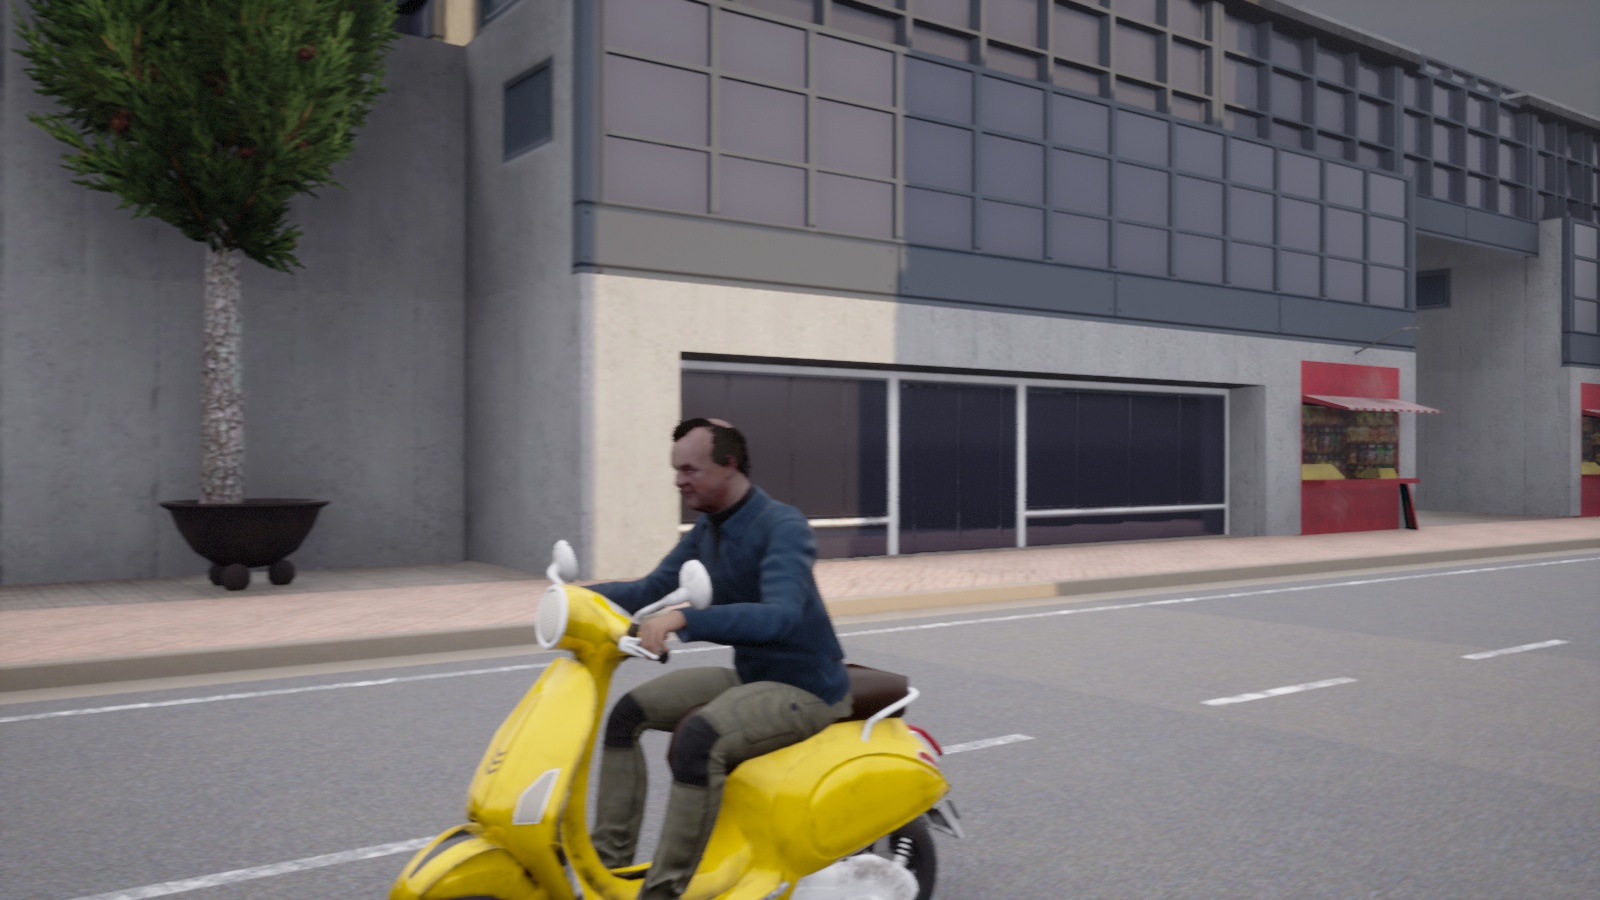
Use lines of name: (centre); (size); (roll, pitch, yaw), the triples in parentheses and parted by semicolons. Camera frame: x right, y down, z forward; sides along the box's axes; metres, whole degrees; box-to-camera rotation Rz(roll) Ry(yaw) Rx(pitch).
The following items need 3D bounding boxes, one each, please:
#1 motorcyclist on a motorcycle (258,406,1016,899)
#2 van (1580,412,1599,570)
motorcyclist on a motorcycle: (-0.390, 0.707, 3.364); (1.817, 1.590, 0.866); (0, 0, -34)
van: (12.287, 0.512, 16.444); (4.442, 1.987, 1.775); (0, 0, -33)
